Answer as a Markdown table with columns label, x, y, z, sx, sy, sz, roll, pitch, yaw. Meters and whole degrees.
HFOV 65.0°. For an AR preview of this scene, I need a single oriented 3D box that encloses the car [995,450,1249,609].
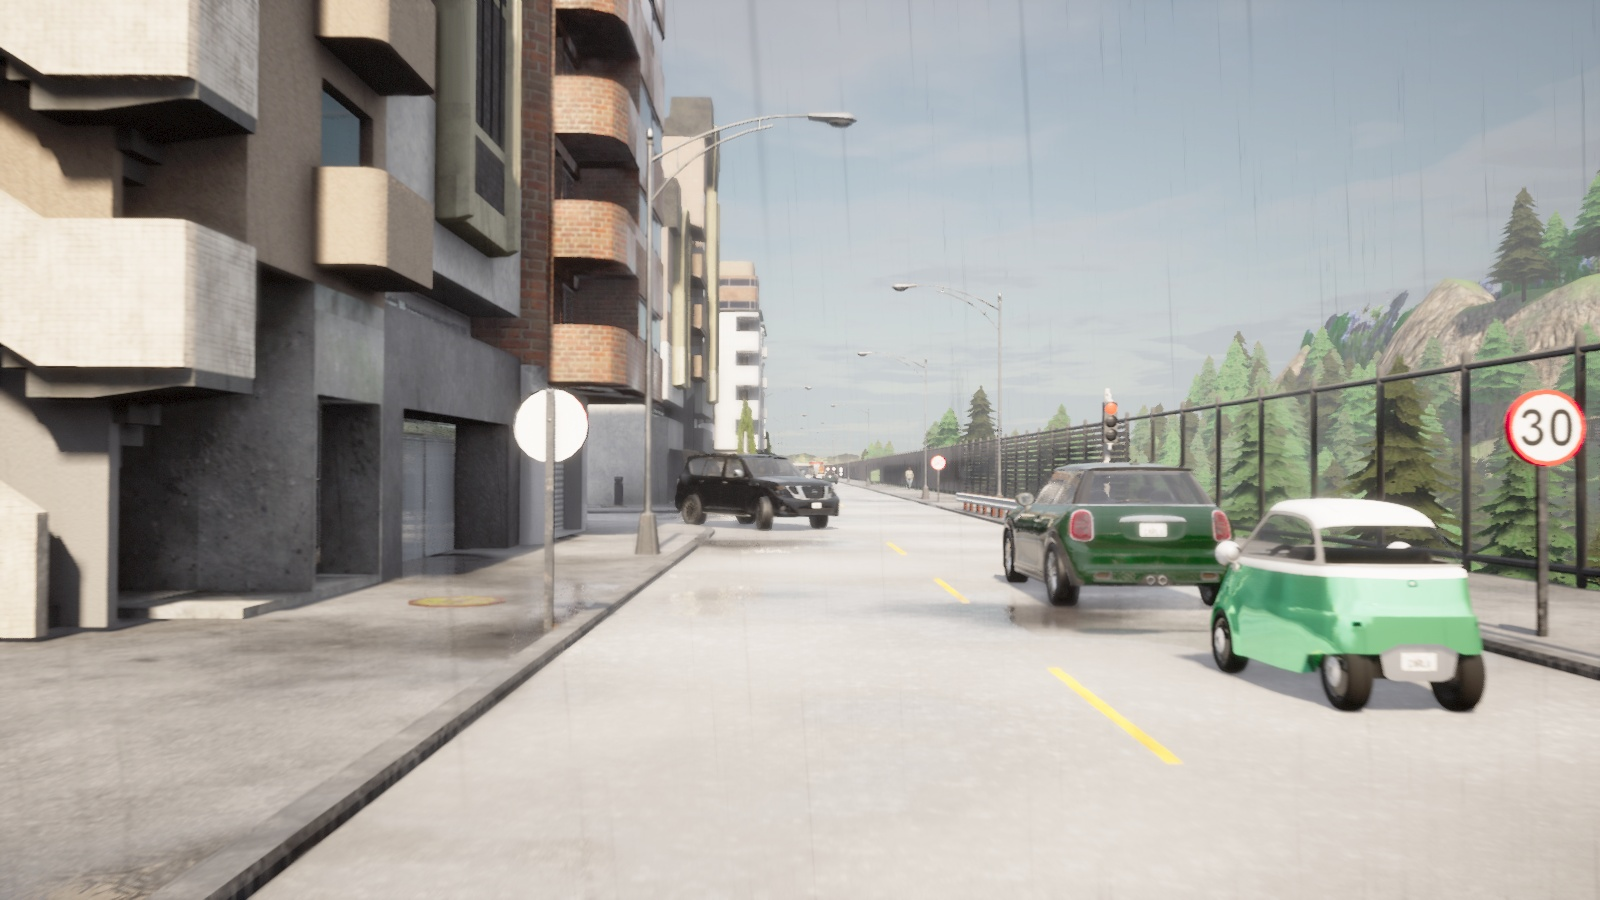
| label | x | y | z | sx | sy | sz | roll | pitch | yaw |
| --- | --- | --- | --- | --- | --- | --- | --- | --- | --- |
| car | 3.956 | 0.930 | 16.309 | 2.097 | 1.767 | 4.553 | 0 | -1 | 0 |

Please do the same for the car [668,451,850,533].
| label | x | y | z | sx | sy | sz | roll | pitch | yaw |
| --- | --- | --- | --- | --- | --- | --- | --- | --- | --- |
| car | -1.248 | 1.117 | 34.575 | 2.150 | 2.045 | 5.566 | 1 | -1 | -38 |

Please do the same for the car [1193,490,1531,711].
| label | x | y | z | sx | sy | sz | roll | pitch | yaw |
| --- | --- | --- | --- | --- | --- | --- | --- | --- | --- |
| car | 3.974 | 1.008 | 9.214 | 1.481 | 1.376 | 2.207 | 0 | -1 | 0 |

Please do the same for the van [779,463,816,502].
| label | x | y | z | sx | sy | sz | roll | pitch | yaw |
| --- | --- | --- | --- | --- | --- | --- | --- | --- | --- |
| van | -0.093 | 1.672 | 65.990 | 1.775 | 1.987 | 4.442 | 0 | -1 | 2 |
